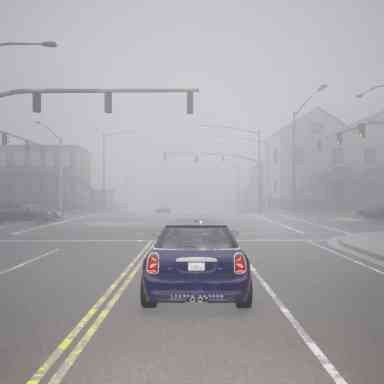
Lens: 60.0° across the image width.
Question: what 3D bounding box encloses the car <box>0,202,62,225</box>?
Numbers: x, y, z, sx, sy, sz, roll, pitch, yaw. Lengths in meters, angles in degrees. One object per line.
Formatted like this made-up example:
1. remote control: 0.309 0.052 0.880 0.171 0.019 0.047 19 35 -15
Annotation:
1. car: -11.694 1.479 23.413 4.902 1.511 2.128 -1 0 4

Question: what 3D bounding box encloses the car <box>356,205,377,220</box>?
1. car: 16.633 1.547 27.651 5.357 1.411 2.033 0 0 -1

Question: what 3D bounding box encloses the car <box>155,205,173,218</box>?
1. car: -3.551 2.570 42.552 1.895 1.301 4.718 0 -8 0

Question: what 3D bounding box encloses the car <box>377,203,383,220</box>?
1. car: 16.421 1.601 23.949 4.718 1.301 1.895 0 0 -1

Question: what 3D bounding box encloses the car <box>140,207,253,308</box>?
1. car: 0.094 1.352 8.068 2.097 1.767 4.553 0 0 0
